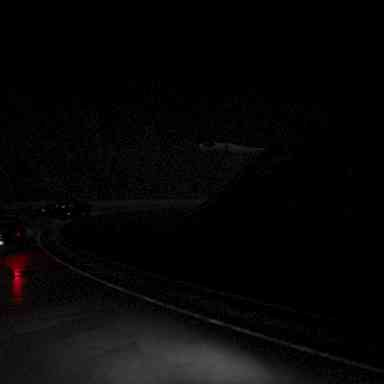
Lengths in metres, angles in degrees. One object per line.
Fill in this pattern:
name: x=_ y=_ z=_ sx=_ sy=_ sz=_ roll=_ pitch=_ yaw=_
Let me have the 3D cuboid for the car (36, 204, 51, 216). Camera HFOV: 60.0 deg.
car: x=-16.388 y=2.046 z=39.105 sx=1.994 sy=1.385 sz=4.181 roll=0 pitch=-1 yaw=6

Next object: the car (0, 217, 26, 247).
car: x=-8.815 y=1.800 z=15.428 sx=1.895 sy=1.301 sz=4.718 roll=0 pitch=-1 yaw=-28

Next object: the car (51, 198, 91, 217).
car: x=-13.215 y=1.677 z=37.377 sx=2.150 sy=2.045 sz=5.566 roll=0 pitch=0 yaw=4
